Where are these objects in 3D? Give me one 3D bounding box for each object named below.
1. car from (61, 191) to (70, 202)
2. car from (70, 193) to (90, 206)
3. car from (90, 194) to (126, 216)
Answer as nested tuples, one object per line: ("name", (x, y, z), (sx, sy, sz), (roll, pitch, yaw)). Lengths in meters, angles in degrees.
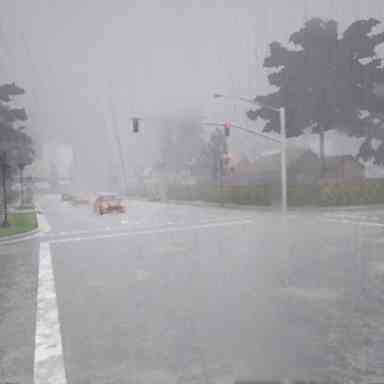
("car", (-23.269, 0.931, 62.665), (2.097, 1.767, 4.553), (-2, 1, -26))
("car", (-15.117, 1.100, 45.548), (1.882, 1.535, 5.008), (-2, 1, -26))
("car", (-7.316, 1.041, 29.317), (2.097, 1.767, 4.553), (-2, 1, -26))
